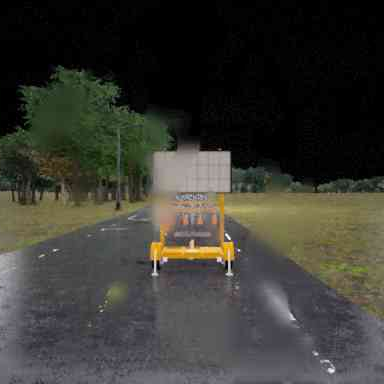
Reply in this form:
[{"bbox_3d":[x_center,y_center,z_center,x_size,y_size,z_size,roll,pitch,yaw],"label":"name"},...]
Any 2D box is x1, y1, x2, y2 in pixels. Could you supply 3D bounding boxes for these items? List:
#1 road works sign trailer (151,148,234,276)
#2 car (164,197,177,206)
[{"bbox_3d":[0.011,0.445,10.301,2.380,3.560,2.880,0,0,0],"label":"road works sign trailer"},{"bbox_3d":[-3.237,1.392,49.338,1.994,1.385,4.181,0,0,1],"label":"car"}]
